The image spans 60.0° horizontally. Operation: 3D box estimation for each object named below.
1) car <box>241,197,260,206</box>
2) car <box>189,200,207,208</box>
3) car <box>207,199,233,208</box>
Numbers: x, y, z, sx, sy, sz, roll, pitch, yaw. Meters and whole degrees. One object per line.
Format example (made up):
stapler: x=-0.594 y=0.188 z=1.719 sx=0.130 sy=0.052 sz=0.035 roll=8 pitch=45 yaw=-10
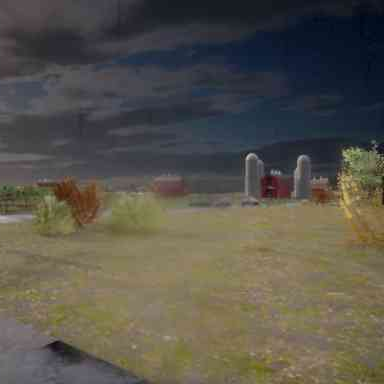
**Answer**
car: x=11.206 y=1.816 z=63.460 sx=2.097 sy=1.767 sz=4.553 roll=-1 pitch=-1 yaw=36
car: x=1.446 y=1.975 z=56.018 sx=1.895 sy=1.301 sz=4.718 roll=-1 pitch=-1 yaw=36
car: x=5.059 y=1.840 z=54.865 sx=2.128 sy=1.511 sz=4.902 roll=-1 pitch=-1 yaw=36
